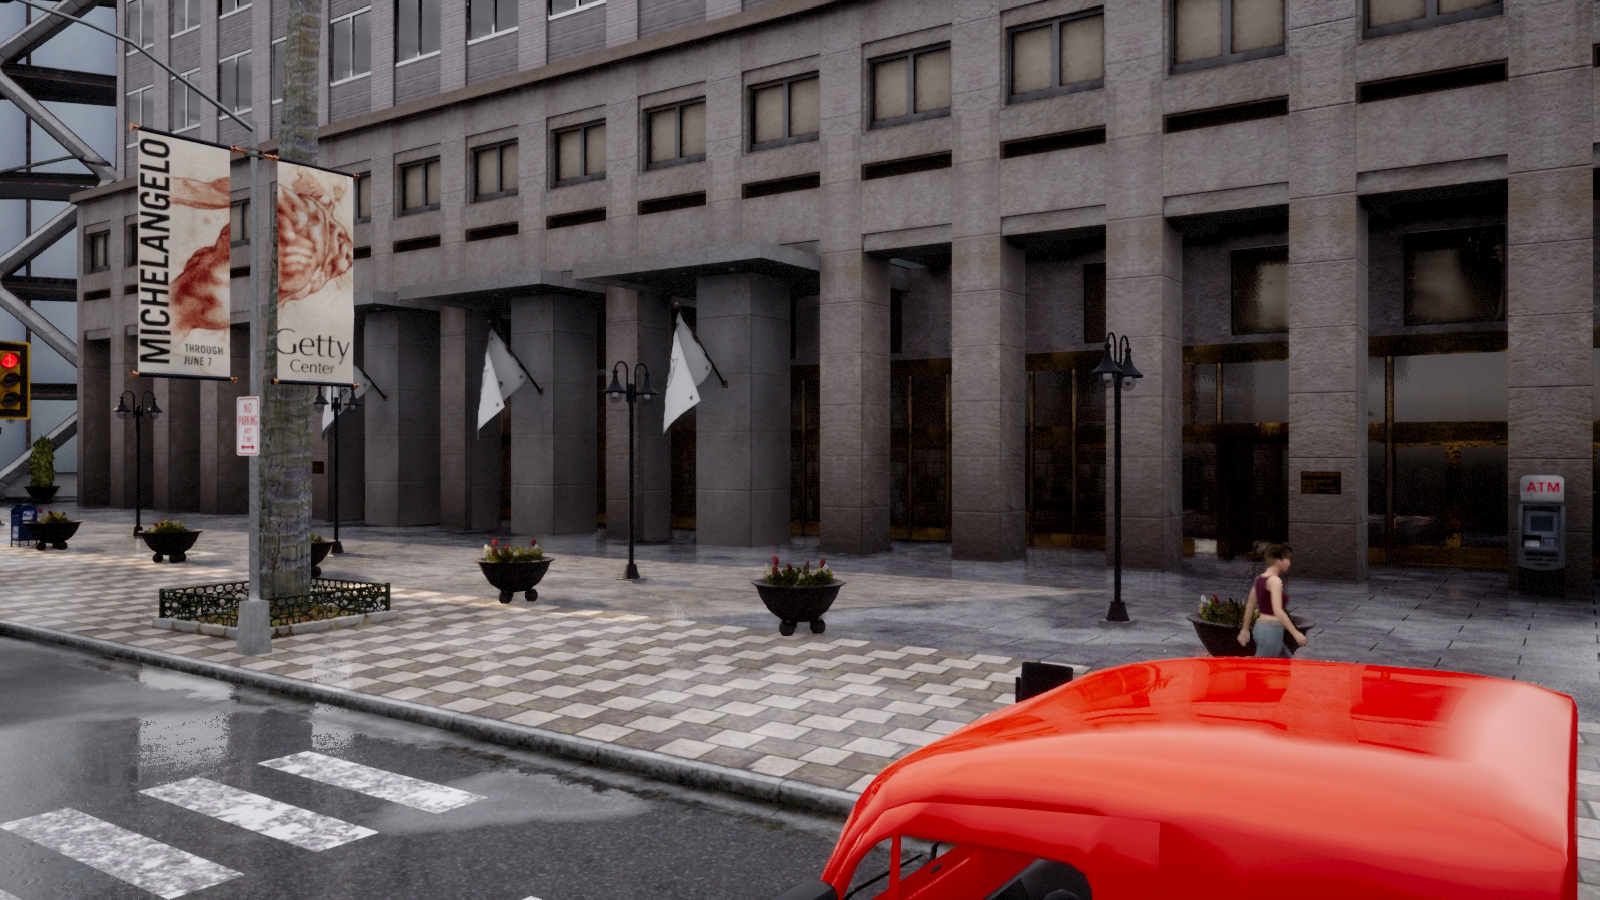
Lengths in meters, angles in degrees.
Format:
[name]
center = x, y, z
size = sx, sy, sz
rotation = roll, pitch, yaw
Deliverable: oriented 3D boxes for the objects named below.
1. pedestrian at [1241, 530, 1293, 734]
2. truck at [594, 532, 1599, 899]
[pedestrian]
center = 4.395, 1.696, 10.761
size = 0.375, 1.860, 0.375
rotation = 0, 0, 8
[truck]
center = 2.439, 1.568, 2.094
size = 5.204, 2.467, 2.627
rotation = 0, 0, 35
